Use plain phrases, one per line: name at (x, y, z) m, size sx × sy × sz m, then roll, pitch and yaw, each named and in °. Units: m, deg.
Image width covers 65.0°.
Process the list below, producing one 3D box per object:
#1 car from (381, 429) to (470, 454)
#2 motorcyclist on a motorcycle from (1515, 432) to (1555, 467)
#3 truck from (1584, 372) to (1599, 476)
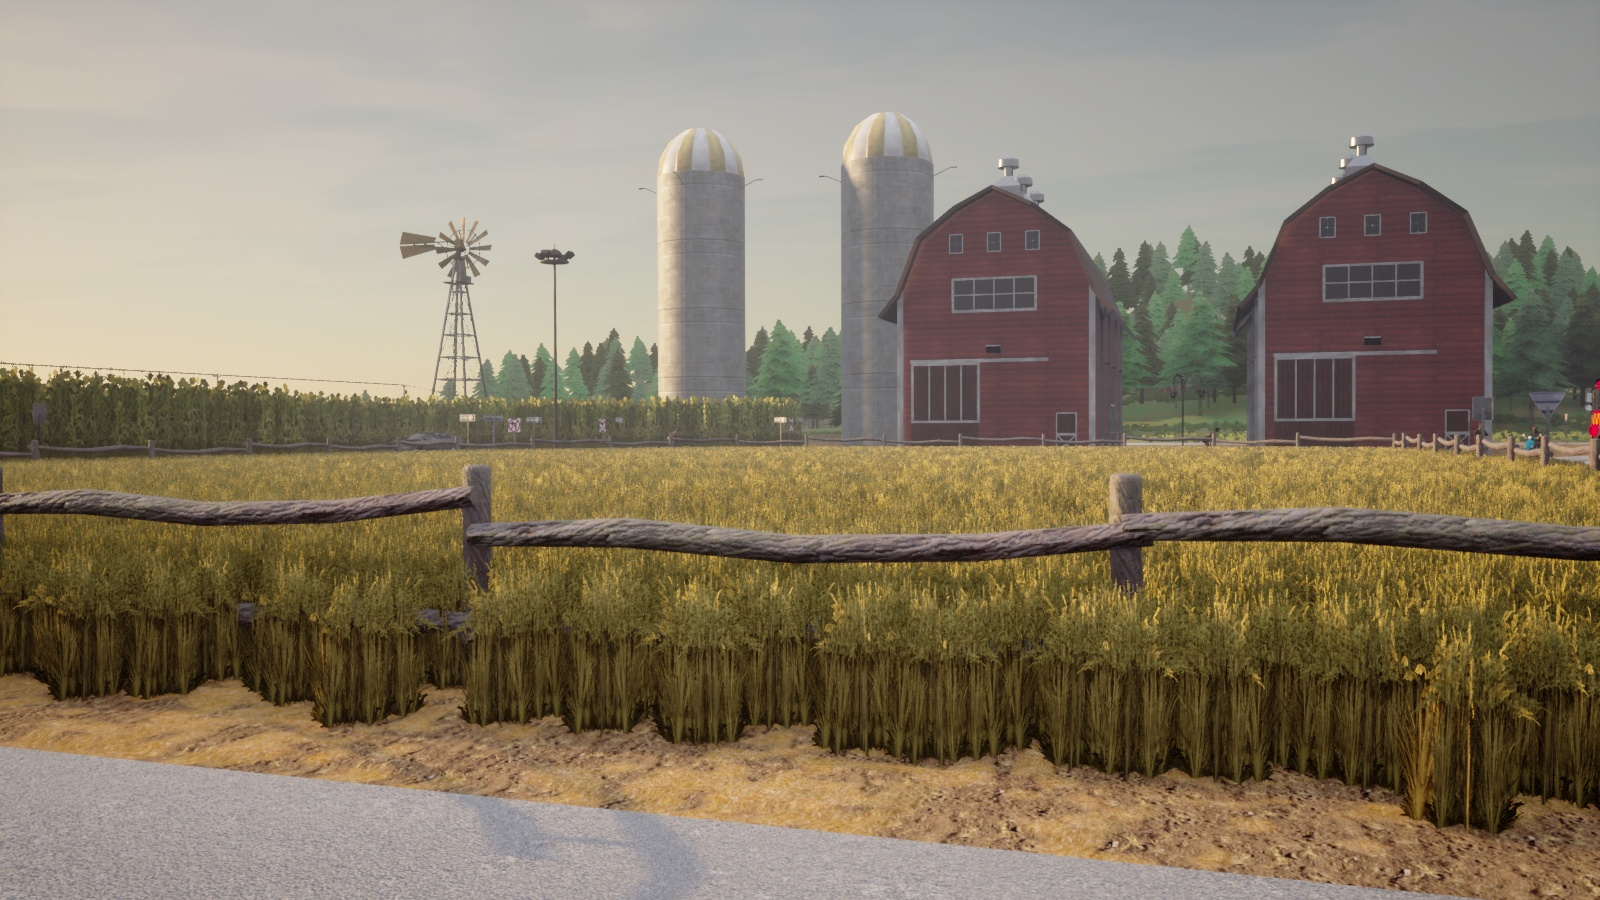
car at (-22.986, -0.539, 77.156) m, size 2.128 × 1.511 × 4.902 m, roll 1°, pitch 1°, yaw 38°
motorcyclist on a motorcycle at (34.058, -0.047, 58.196) m, size 1.817 × 1.590 × 0.866 m, roll -1°, pitch 1°, yaw -33°
truck at (30.183, -0.926, 43.766) m, size 2.891 × 3.827 × 8.468 m, roll 1°, pitch 1°, yaw 19°
